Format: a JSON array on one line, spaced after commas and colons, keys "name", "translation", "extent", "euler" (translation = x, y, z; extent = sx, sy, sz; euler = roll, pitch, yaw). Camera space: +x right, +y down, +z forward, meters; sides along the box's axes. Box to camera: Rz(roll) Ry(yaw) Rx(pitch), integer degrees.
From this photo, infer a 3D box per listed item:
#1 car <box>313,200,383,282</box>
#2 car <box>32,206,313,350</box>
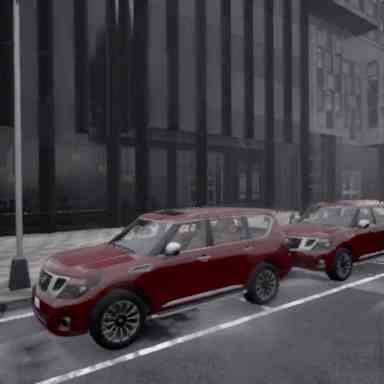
[{"name": "car", "translation": [4.377, 1.192, 9.607], "extent": [5.009, 1.841, 2.192], "euler": [-1, 1, -35]}, {"name": "car", "translation": [-0.228, 1.268, 6.351], "extent": [5.009, 1.841, 2.192], "euler": [-1, 1, -35]}]
